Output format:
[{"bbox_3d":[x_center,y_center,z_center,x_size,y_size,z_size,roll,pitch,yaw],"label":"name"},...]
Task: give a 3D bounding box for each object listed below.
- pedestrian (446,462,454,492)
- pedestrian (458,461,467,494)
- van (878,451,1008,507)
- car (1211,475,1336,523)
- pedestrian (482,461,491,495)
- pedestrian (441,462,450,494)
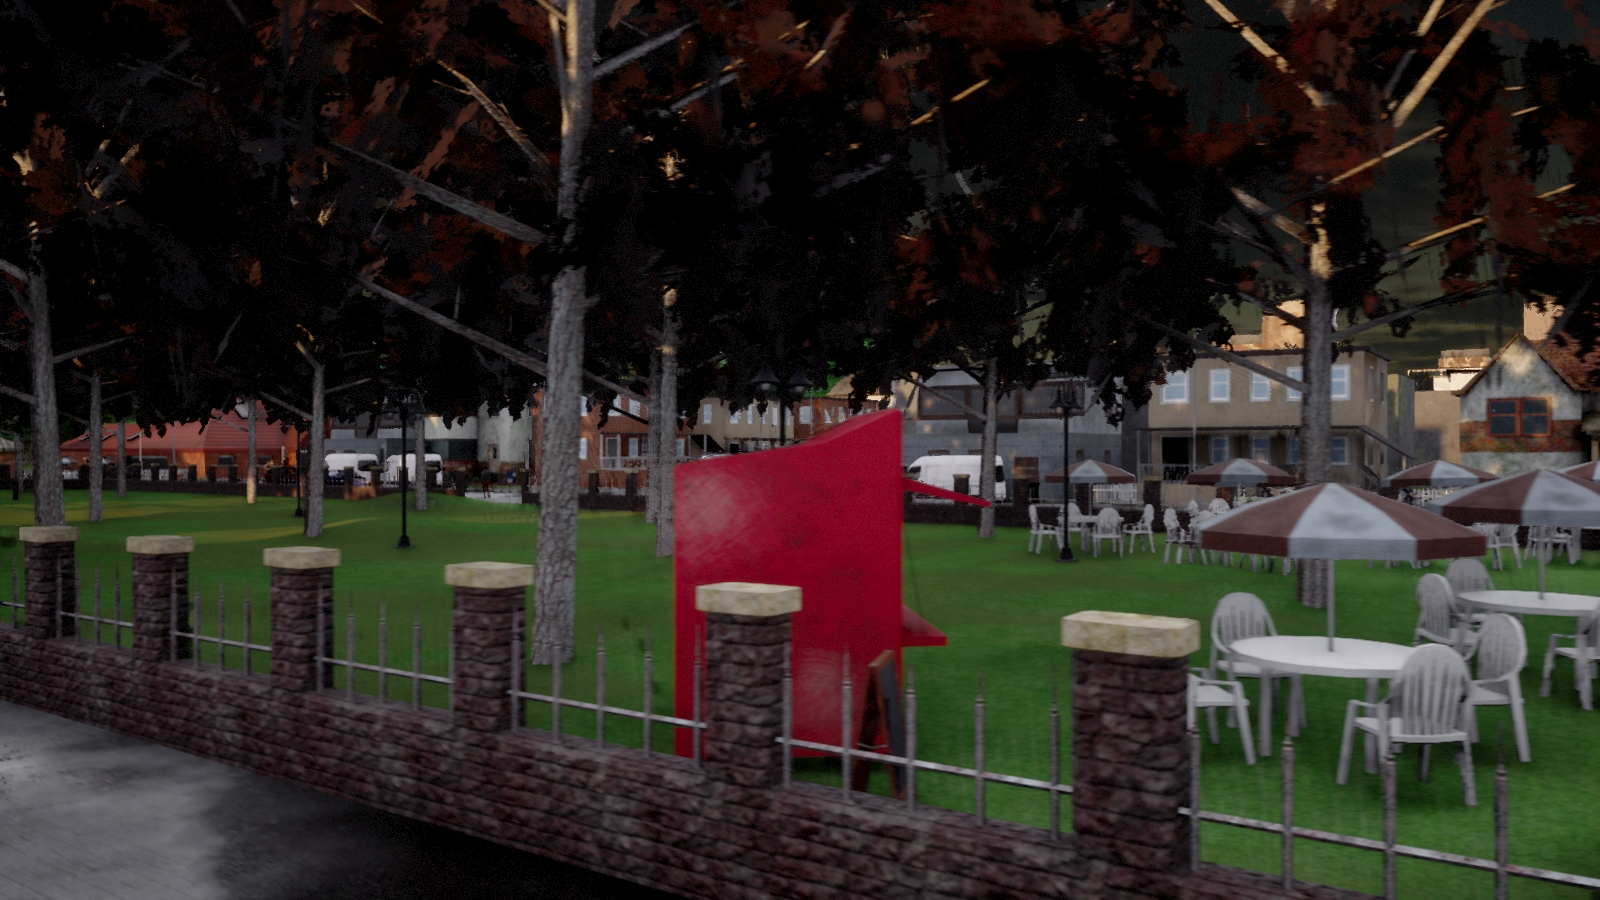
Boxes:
[{"bbox_3d":[-21.576,1.646,70.446,0.375,1.860,0.375,0,0,44],"label":"pedestrian"},{"bbox_3d":[-18.874,1.541,63.912,0.375,1.860,0.375,0,0,-40],"label":"pedestrian"},{"bbox_3d":[6.812,1.323,54.775,5.915,2.561,1.988,0,0,35],"label":"van"},{"bbox_3d":[17.577,1.784,42.495,3.988,1.617,1.851,0,0,35],"label":"car"},{"bbox_3d":[-17.276,1.540,62.990,0.375,1.860,0.375,0,0,-40],"label":"pedestrian"},{"bbox_3d":[-20.780,1.645,67.019,0.375,1.860,0.375,0,0,35],"label":"pedestrian"}]
